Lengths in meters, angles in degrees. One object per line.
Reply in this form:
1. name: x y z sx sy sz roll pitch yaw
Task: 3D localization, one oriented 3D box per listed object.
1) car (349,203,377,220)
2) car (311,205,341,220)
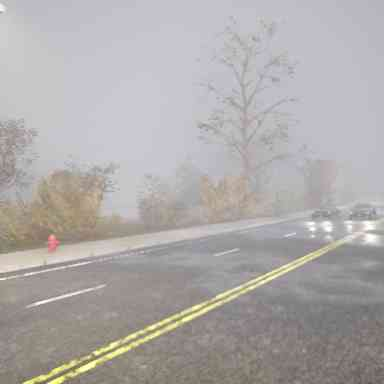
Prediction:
1. car: 15.942 1.777 30.949 1.837 1.490 4.892 -2 -1 35
2. car: 13.267 1.973 32.787 1.895 1.301 4.718 -2 -1 35
